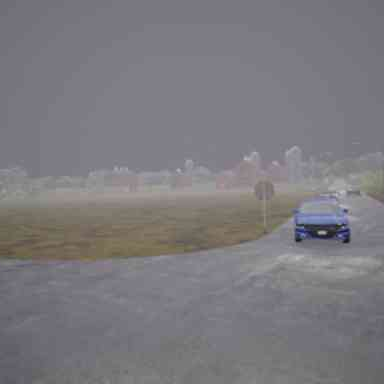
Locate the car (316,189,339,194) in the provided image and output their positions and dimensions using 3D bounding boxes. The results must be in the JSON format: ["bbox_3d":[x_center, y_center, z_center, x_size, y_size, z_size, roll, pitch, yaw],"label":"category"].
[{"bbox_3d":[9.795,0.765,24.786,1.994,1.385,4.181,-1,1,24],"label":"car"}]

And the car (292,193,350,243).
[{"bbox_3d":[5.202,1.034,13.624,1.882,1.535,5.008,-2,1,19],"label":"car"}]

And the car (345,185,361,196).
[{"bbox_3d":[23.855,-0.244,49.299,2.128,1.511,4.902,-1,1,24],"label":"car"}]

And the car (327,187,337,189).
[{"bbox_3d":[14.747,0.429,35.970,1.895,1.301,4.718,-1,1,24],"label":"car"}]
